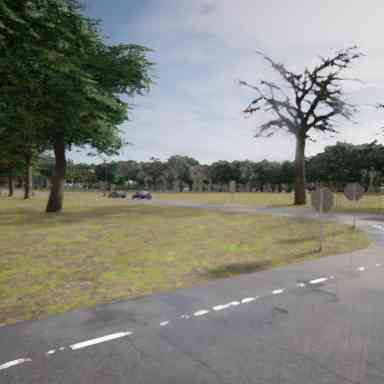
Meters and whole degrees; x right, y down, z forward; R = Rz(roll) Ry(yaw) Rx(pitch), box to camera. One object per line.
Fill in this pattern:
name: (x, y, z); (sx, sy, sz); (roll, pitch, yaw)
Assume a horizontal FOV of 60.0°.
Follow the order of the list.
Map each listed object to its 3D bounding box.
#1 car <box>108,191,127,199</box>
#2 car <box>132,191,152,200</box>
car: (-14.127, 0.513, 63.007); (2.033, 1.411, 5.357); (2, -1, -36)
car: (-8.183, 0.540, 54.807); (1.812, 1.442, 4.674); (2, -1, -35)
